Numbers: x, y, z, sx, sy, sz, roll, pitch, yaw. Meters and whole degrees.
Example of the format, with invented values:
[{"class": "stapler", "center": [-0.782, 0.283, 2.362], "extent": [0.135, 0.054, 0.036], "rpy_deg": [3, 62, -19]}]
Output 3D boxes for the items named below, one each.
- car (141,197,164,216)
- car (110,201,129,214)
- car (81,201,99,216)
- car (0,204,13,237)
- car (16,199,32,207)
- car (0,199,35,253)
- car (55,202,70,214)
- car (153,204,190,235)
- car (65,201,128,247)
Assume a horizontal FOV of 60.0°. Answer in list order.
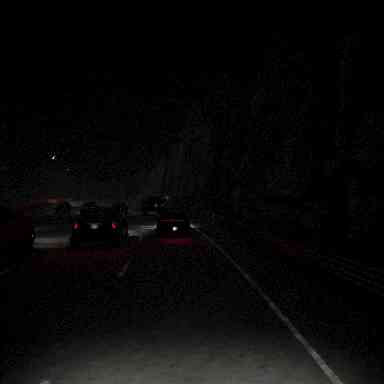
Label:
[{"class": "car", "center": [-4.523, 1.590, 38.272], "extent": [2.150, 2.045, 5.566], "rpy_deg": [0, 0, -14]}, {"class": "car", "center": [-9.364, 1.933, 42.834], "extent": [2.128, 1.511, 4.902], "rpy_deg": [0, 0, -15]}, {"class": "car", "center": [-12.150, 1.940, 39.736], "extent": [1.837, 1.490, 4.892], "rpy_deg": [0, 0, -15]}, {"class": "car", "center": [-11.511, 1.587, 17.504], "extent": [2.097, 1.767, 4.553], "rpy_deg": [0, -1, -7]}, {"class": "car", "center": [-35.974, 2.321, 71.440], "extent": [2.128, 1.511, 4.902], "rpy_deg": [0, -1, -16]}, {"class": "car", "center": [-7.392, 1.376, 11.341], "extent": [2.150, 2.045, 5.566], "rpy_deg": [0, 0, -4]}, {"class": "car", "center": [-16.784, 2.025, 43.533], "extent": [1.812, 1.442, 4.674], "rpy_deg": [0, 0, -16]}, {"class": "car", "center": [-1.223, 1.690, 19.985], "extent": [1.837, 1.490, 4.892], "rpy_deg": [0, 0, -7]}, {"class": "car", "center": [-4.336, 1.525, 16.226], "extent": [2.097, 1.767, 4.553], "rpy_deg": [0, -1, -5]}]
